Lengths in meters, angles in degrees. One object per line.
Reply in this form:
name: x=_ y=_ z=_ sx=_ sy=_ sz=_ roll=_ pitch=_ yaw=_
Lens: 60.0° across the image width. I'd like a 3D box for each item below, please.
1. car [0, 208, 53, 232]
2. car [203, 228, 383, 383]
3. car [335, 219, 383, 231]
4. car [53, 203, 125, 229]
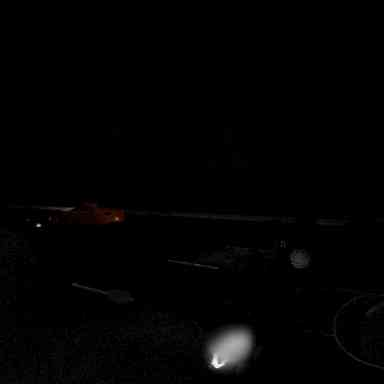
car: x=-10.446 y=1.586 z=20.039 sx=4.718 sy=1.301 sz=1.895 roll=0 pitch=0 yaw=35
car: x=2.290 y=1.353 z=2.360 sx=4.553 sy=1.767 sz=2.097 roll=0 pitch=0 yaw=35
car: x=4.855 y=1.477 z=9.127 sx=5.008 sy=1.535 sz=1.882 roll=0 pitch=0 yaw=35
car: x=-6.557 y=1.464 z=21.565 sx=5.008 sy=1.535 sz=1.882 roll=0 pitch=0 yaw=35
